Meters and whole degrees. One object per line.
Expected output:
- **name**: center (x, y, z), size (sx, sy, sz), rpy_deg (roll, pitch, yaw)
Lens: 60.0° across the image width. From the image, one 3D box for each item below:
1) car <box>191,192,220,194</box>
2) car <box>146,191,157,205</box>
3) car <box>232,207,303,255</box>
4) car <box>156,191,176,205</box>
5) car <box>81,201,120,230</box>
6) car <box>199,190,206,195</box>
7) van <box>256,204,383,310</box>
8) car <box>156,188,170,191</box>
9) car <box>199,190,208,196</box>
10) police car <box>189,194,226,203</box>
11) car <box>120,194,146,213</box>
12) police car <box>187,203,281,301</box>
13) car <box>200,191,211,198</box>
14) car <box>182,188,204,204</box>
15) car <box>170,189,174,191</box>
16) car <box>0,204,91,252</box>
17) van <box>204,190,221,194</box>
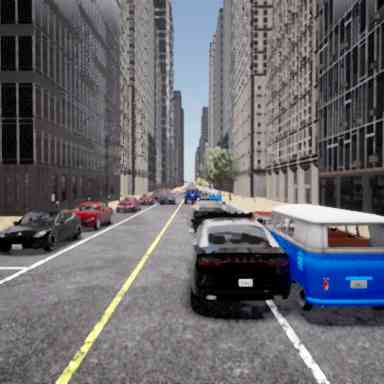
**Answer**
- **car**: center (0.948, 1.068, 24.303), size (1.801, 1.575, 5.366), rpy_deg (0, 1, 0)
- **car**: center (-5.612, 0.916, 41.424), size (1.802, 1.307, 4.206), rpy_deg (0, 1, 0)
- **car**: center (2.713, 1.375, 12.925), size (1.802, 1.307, 4.206), rpy_deg (0, 1, 0)
- **car**: center (-3.013, 0.896, 41.588), size (1.994, 1.385, 4.181), rpy_deg (0, 1, 0)
- **car**: center (-5.656, 1.247, 18.638), size (1.887, 1.381, 4.507), rpy_deg (0, 1, 0)
- **car**: center (2.869, 0.018, 92.672), size (2.008, 1.369, 4.403), rpy_deg (0, 1, 0)
- **van**: center (2.701, 1.225, 7.225), size (1.690, 1.788, 3.998), rpy_deg (0, 1, 0)
- **car**: center (-5.579, 0.366, 58.507), size (2.192, 1.841, 5.009), rpy_deg (0, 1, 0)
- **car**: center (2.847, 0.216, 81.280), size (2.008, 1.369, 4.403), rpy_deg (0, 1, 0)
- **police car**: center (0.936, 1.134, 18.224), size (1.930, 1.638, 5.238), rpy_deg (0, 1, 0)
- **car**: center (-5.634, 1.102, 30.031), size (1.802, 1.307, 4.206), rpy_deg (0, 1, 0)
- **police car**: center (0.917, 1.293, 8.225), size (1.930, 1.638, 5.238), rpy_deg (0, 1, 0)
- **car**: center (2.825, 0.410, 69.887), size (2.008, 1.369, 4.403), rpy_deg (0, 1, 0)
- **car**: center (0.093, 0.500, 44.877), size (2.150, 2.045, 5.566), rpy_deg (0, 1, 0)
- **car**: center (-5.556, 0.174, 69.900), size (2.192, 1.841, 5.009), rpy_deg (0, 1, 0)
- **car**: center (-5.668, 1.359, 12.942), size (1.947, 1.339, 4.313), rpy_deg (0, 1, 0)
- **van**: center (2.768, 0.676, 41.403), size (1.690, 1.788, 3.998), rpy_deg (0, 1, 0)
